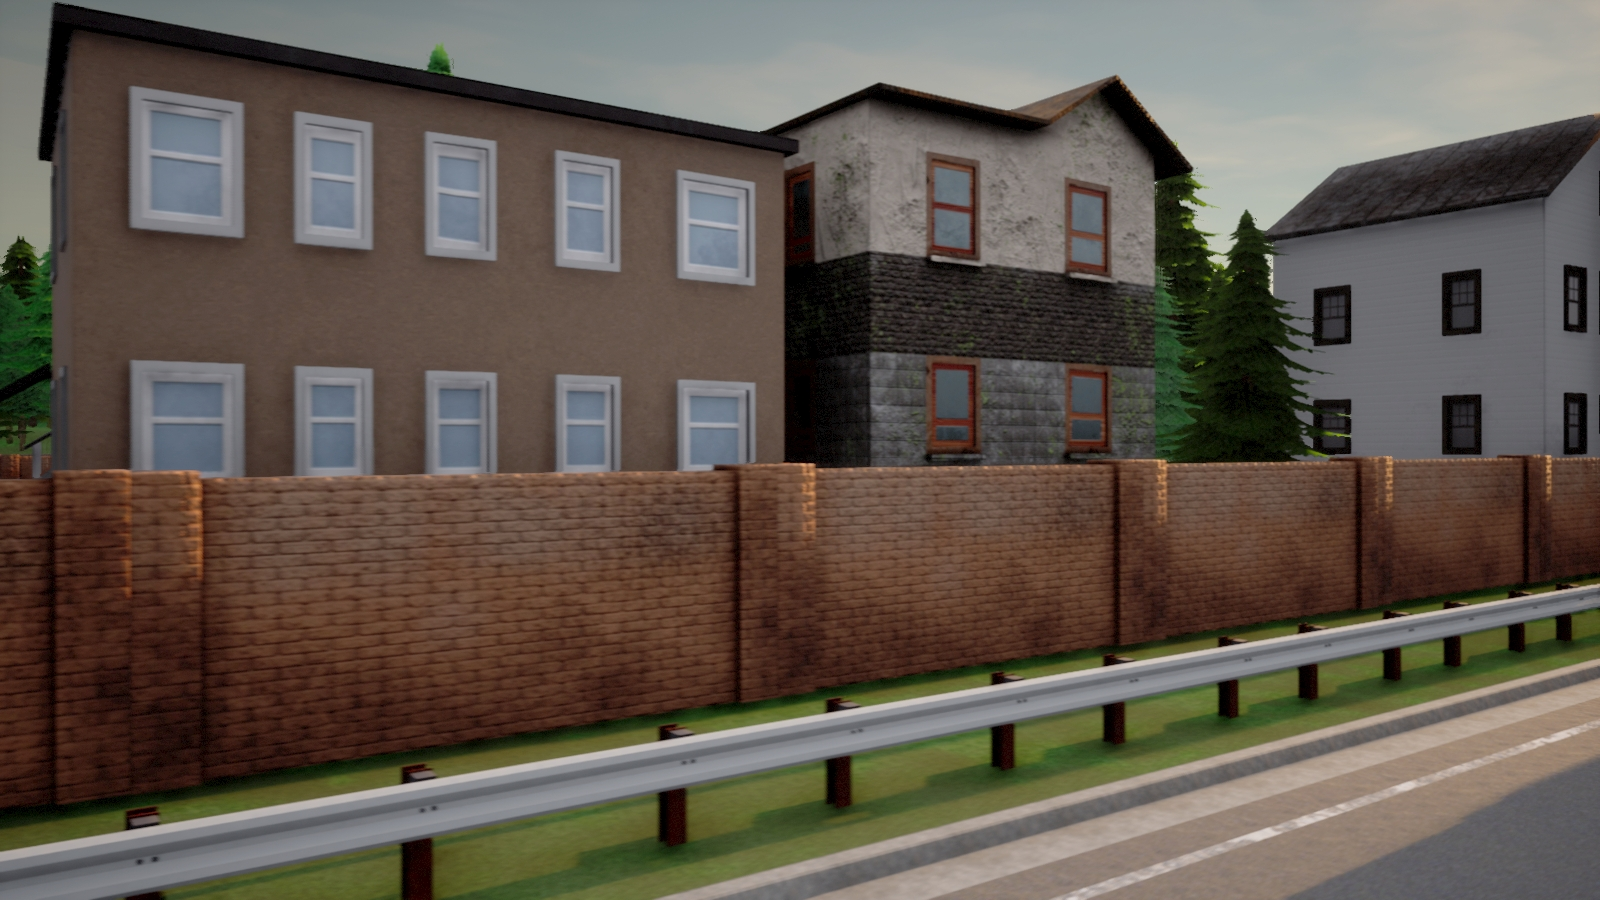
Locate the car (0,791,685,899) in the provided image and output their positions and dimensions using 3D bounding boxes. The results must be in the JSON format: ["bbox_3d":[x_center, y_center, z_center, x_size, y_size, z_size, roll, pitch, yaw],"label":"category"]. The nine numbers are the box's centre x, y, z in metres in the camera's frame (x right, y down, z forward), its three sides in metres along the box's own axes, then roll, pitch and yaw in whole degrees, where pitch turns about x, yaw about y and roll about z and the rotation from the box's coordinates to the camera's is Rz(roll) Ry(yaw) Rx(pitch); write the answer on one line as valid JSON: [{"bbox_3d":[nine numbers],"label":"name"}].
[{"bbox_3d":[-2.328,2.037,2.169,4.514,1.525,2.007,0,0,-35],"label":"car"}]
